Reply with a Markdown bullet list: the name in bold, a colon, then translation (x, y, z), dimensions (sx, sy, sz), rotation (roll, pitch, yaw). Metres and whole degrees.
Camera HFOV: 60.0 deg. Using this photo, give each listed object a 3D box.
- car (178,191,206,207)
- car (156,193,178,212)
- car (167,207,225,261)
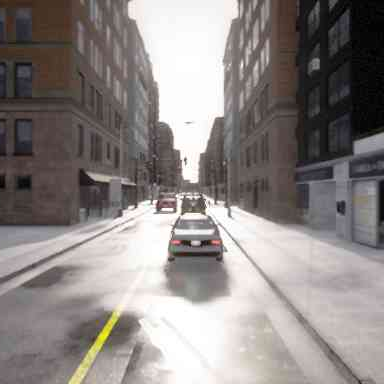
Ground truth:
- **car**: translation (0.105, 1.130, 29.833), dimensions (2.150, 2.045, 5.566), rotation (0, 0, 0)
- **car**: translation (-2.749, 1.105, 37.093), dimensions (2.150, 2.045, 5.566), rotation (0, 0, 0)
- **car**: translation (0.101, 1.512, 12.135), dimensions (2.033, 1.411, 5.357), rotation (0, 0, 0)
